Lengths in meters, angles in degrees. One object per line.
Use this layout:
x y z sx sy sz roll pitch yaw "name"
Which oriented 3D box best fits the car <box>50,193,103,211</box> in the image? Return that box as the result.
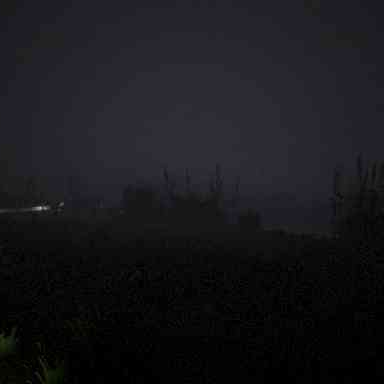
-10.539 0.961 30.381 2.097 1.767 4.553 0 3 40 "car"
